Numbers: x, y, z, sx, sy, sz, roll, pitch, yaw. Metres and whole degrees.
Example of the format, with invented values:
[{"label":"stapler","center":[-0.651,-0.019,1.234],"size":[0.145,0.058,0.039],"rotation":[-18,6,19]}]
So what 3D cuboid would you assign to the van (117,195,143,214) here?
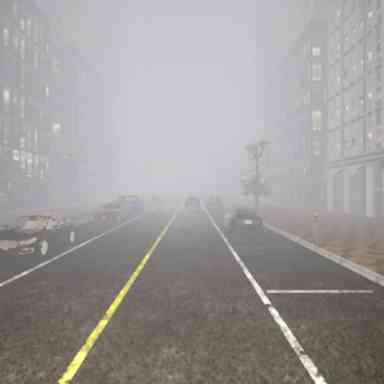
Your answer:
[{"label":"van","center":[-5.688,1.152,29.409],"size":[1.690,1.788,3.998],"rotation":[0,0,0]}]

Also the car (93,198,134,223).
[{"label":"car","center":[-5.689,1.393,23.718],"size":[1.887,1.381,4.507],"rotation":[0,0,0]}]

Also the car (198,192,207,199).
[{"label":"car","center":[2.689,0.861,86.314],"size":[1.967,1.590,4.097],"rotation":[0,0,0]}]

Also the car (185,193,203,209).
[{"label":"car","center":[0.098,1.208,41.474],"size":[1.882,1.535,5.008],"rotation":[0,1,0]}]

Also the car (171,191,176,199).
[{"label":"car","center":[-5.692,0.947,86.159],"size":[1.752,1.417,4.829],"rotation":[0,0,0]}]

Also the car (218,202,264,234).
[{"label":"car","center":[2.692,1.451,18.014],"size":[1.947,1.339,4.313],"rotation":[0,0,0]}]

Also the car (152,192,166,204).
[{"label":"car","center":[-5.690,1.098,52.177],"size":[1.967,1.590,4.097],"rotation":[0,0,0]}]

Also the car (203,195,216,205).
[{"label":"car","center":[2.690,1.240,52.164],"size":[1.802,1.307,4.206],"rotation":[0,0,0]}]

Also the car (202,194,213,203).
[{"label":"car","center":[2.690,1.143,58.026],"size":[1.752,1.417,4.829],"rotation":[0,0,0]}]

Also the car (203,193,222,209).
[{"label":"car","center":[2.692,1.176,40.779],"size":[1.967,1.590,4.097],"rotation":[0,0,0]}]

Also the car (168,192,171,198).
[{"label":"car","center":[-5.691,1.145,63.563],"size":[1.947,1.339,4.313],"rotation":[0,0,0]}]

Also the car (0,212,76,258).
[{"label":"car","center":[-5.688,1.472,12.333],"size":[2.008,1.369,4.403],"rotation":[0,0,0]}]

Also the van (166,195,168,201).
[{"label":"van","center":[-5.689,0.960,57.869],"size":[1.690,1.788,3.998],"rotation":[0,0,0]}]

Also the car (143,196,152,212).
[{"label":"car","center":[-5.689,1.355,35.102],"size":[1.802,1.307,4.206],"rotation":[0,0,0]}]
